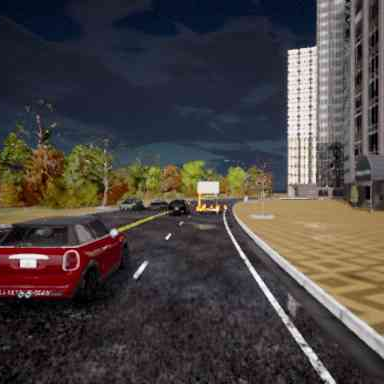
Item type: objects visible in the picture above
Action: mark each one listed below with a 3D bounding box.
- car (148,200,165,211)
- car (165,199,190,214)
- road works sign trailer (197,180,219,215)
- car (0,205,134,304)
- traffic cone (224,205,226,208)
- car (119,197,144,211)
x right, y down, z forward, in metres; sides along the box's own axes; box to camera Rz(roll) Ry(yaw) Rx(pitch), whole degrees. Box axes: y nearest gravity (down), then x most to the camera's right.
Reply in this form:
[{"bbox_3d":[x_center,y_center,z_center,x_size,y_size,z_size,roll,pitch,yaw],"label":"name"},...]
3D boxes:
[{"bbox_3d":[-4.160,1.634,41.441,1.994,1.385,4.181,0,0,7],"label":"car"},{"bbox_3d":[-1.308,1.548,36.173,1.882,1.535,5.008,0,0,6],"label":"car"},{"bbox_3d":[1.764,0.544,35.718,2.380,3.560,2.880,0,0,6],"label":"road works sign trailer"},{"bbox_3d":[-3.011,1.359,8.333,2.097,1.767,4.553,0,0,1],"label":"car"},{"bbox_3d":[4.837,2.072,48.448,0.340,0.580,0.340,0,0,6],"label":"traffic cone"},{"bbox_3d":[-7.448,1.411,41.285,2.097,1.767,4.553,0,0,7],"label":"car"}]
